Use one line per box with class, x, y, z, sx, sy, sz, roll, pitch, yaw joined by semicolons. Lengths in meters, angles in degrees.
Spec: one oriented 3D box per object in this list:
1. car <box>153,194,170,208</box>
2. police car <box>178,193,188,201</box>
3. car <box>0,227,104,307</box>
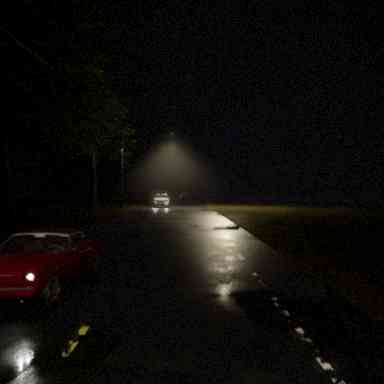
car;-4.496;1.254;49.305;2.150;2.045;5.566;0;0;-2
police car;-2.055;1.520;92.329;1.930;1.638;5.238;0;0;-4
car;-3.639;1.606;8.104;1.895;1.301;4.718;0;0;0
